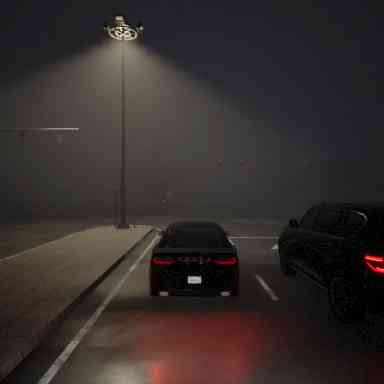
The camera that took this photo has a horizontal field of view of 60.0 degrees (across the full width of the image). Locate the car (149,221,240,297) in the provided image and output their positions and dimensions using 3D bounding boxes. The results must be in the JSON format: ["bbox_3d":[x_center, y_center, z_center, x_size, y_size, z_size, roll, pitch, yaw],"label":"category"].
[{"bbox_3d":[0.063,1.478,8.634,1.882,1.535,5.008,0,0,0],"label":"car"}]

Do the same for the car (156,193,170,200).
[{"bbox_3d":[-8.008,1.525,92.200,2.128,1.511,4.902,0,0,0],"label":"car"}]

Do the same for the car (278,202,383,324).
[{"bbox_3d":[3.566,1.221,7.287,2.150,2.045,5.566,0,0,0],"label":"car"}]
